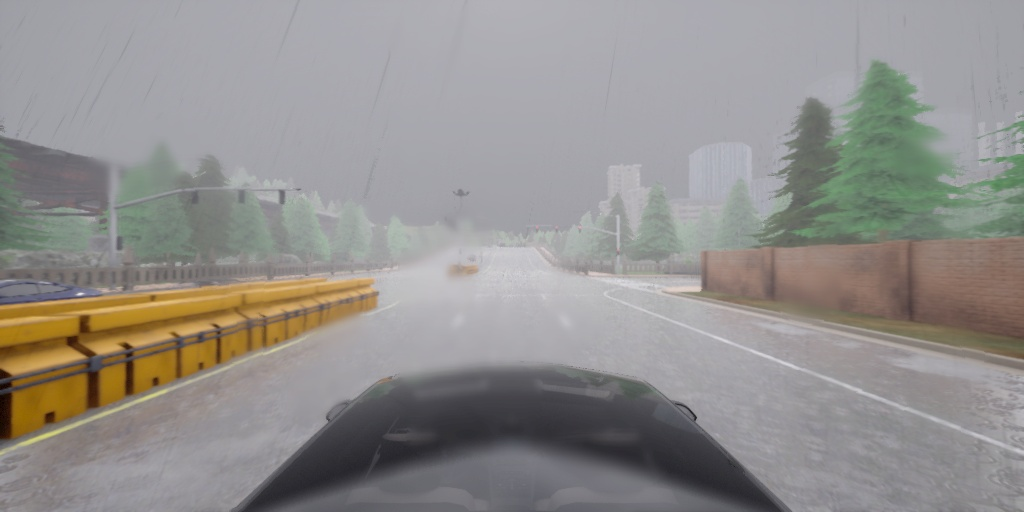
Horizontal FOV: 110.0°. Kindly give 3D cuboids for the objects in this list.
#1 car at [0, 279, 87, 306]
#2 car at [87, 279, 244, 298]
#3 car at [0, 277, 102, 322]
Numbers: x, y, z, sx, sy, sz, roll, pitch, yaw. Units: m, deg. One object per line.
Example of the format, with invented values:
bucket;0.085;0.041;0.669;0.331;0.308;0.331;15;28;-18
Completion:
car;-14.073;1.381;9.705;1.812;1.442;4.674;0;-1;0
car;-10.562;1.487;12.141;1.895;1.301;4.718;0;-1;0
car;-17.563;1.488;12.149;1.895;1.301;4.718;0;-1;0
